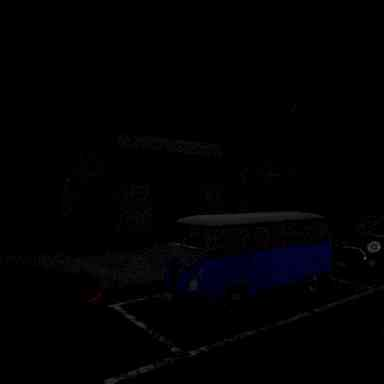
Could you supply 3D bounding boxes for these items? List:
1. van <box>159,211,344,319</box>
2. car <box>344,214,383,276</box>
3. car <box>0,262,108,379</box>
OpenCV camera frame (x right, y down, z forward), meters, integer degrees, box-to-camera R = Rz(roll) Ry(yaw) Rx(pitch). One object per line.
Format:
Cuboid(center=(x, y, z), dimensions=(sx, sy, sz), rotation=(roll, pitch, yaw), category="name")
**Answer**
Cuboid(center=(1.283, 1.341, 7.100), dimensions=(3.998, 1.788, 1.690), rotation=(0, 0, -35), category="van")
Cuboid(center=(5.692, 1.439, 10.240), dimensions=(4.097, 1.590, 1.967), rotation=(0, 0, -35), category="car")
Cuboid(center=(-3.126, 1.582, 3.960), dimensions=(4.206, 1.307, 1.802), rotation=(0, 0, -35), category="car")
